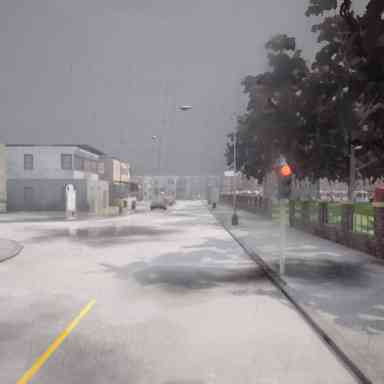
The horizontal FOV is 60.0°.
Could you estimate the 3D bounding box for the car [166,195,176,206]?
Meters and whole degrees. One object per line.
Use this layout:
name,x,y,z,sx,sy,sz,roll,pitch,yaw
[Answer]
car,-4.070,1.340,52.043,2.097,1.767,4.553,0,0,0

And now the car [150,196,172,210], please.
car,-4.081,1.538,41.941,2.033,1.411,5.357,0,0,0
